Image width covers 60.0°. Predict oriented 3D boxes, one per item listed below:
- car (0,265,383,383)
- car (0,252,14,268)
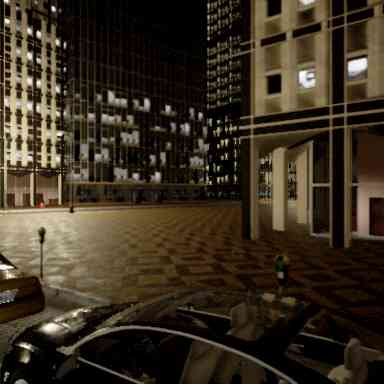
[{"bbox_3d":[0.083,1.547,2.817,4.403,1.369,2.008,0,0,35],"label":"car"},{"bbox_3d":[-4.673,1.507,6.208,4.829,1.417,1.752,0,0,35],"label":"car"}]
